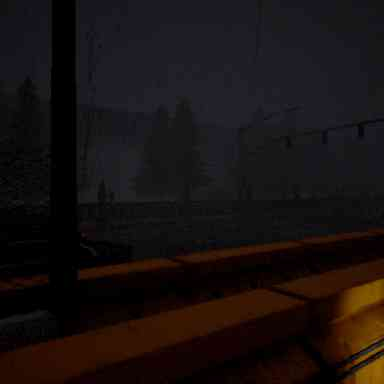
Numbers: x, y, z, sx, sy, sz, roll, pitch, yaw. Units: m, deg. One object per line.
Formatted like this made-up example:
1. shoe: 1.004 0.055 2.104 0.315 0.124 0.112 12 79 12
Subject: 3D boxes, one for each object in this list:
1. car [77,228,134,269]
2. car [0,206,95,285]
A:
1. car: -3.360 1.491 5.886 4.902 1.511 2.128 0 0 -35
2. car: -5.192 1.352 8.878 4.553 1.767 2.097 0 0 -35
